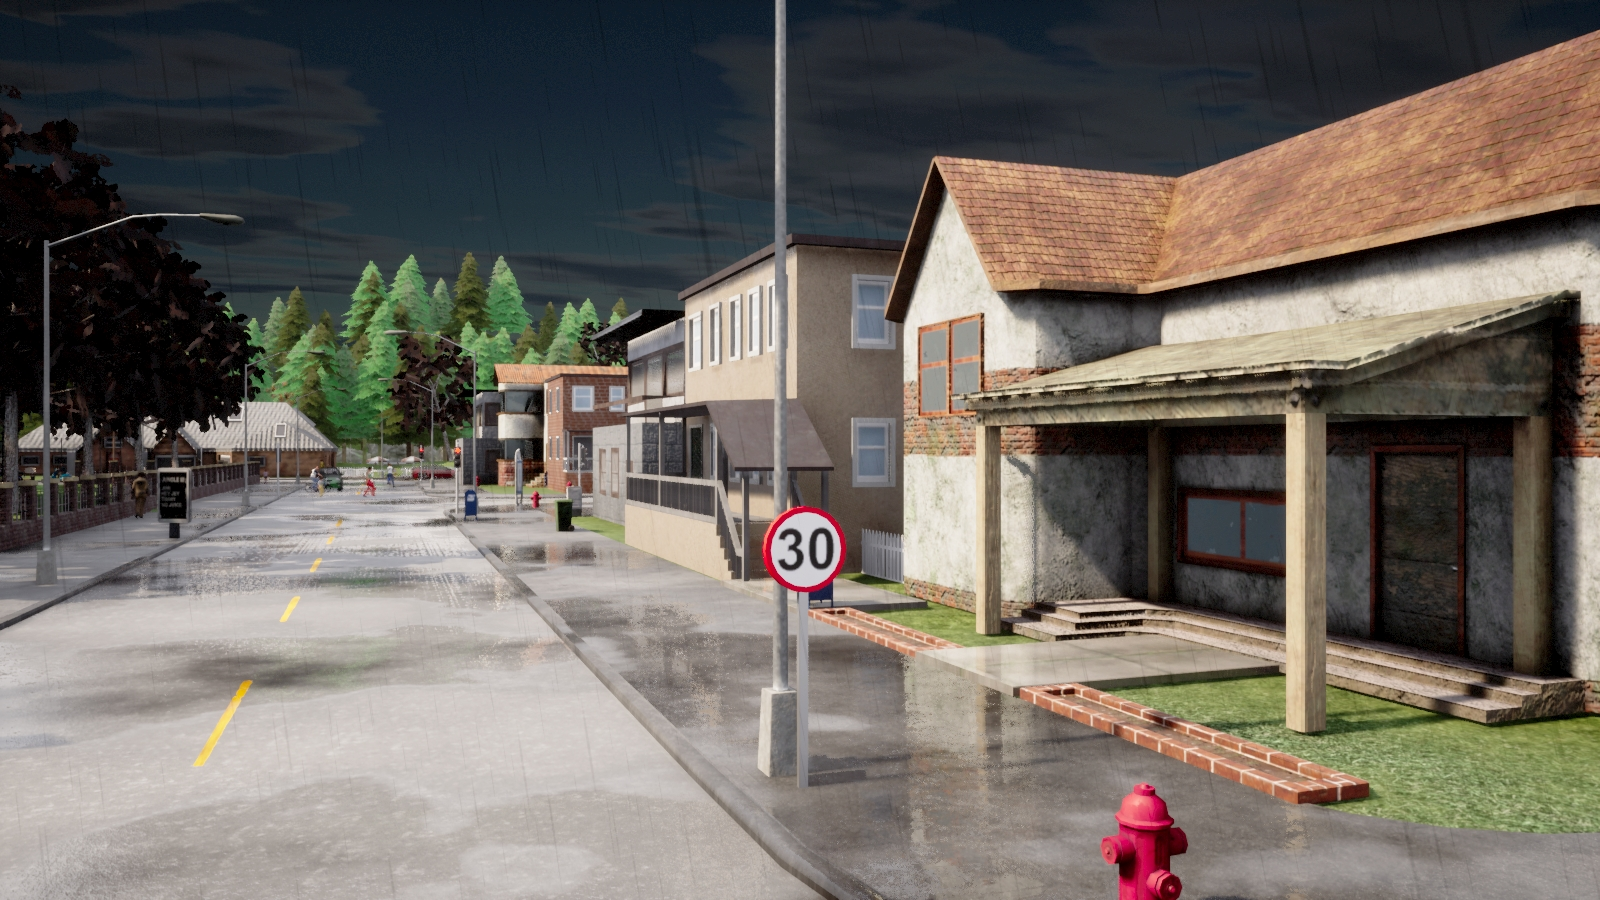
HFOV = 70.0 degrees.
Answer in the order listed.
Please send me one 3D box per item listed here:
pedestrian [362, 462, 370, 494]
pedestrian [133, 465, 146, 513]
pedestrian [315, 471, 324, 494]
[{"bbox_3d":[-25.058,1.628,66.015,0.375,1.860,0.375,0,0,-28],"label":"pedestrian"},{"bbox_3d":[-25.680,1.525,44.439,0.375,1.860,0.375,0,0,-20],"label":"pedestrian"},{"bbox_3d":[-28.153,1.908,66.953,0.375,1.300,0.375,0,0,1],"label":"pedestrian"}]
